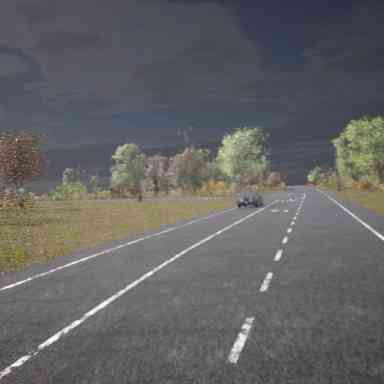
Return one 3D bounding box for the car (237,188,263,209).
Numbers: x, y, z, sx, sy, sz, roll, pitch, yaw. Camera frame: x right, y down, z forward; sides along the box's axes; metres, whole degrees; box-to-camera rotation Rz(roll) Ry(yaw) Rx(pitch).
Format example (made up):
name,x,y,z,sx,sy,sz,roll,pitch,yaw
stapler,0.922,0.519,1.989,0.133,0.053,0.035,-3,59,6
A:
name,x,y,z,sx,sy,sz,roll,pitch,yaw
car,6.472,0.685,36.829,2.150,2.045,5.566,-4,0,20
